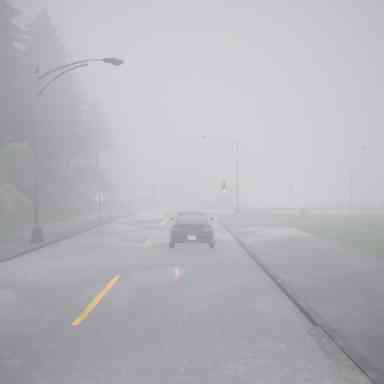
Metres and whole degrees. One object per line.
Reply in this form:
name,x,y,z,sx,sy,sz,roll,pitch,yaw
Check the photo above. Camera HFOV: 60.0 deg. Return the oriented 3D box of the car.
car,0.000,1.532,14.650,1.812,1.442,4.674,0,0,0
